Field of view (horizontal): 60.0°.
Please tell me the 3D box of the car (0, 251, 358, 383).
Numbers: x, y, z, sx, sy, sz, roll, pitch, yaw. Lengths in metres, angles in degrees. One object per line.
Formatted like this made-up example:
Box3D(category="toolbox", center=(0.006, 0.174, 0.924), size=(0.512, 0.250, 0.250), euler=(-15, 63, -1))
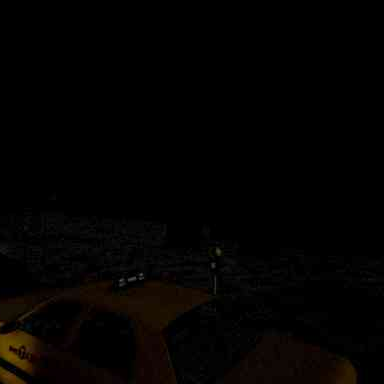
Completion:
Box3D(category="car", center=(-0.854, 1.525, 3.577), size=(4.829, 1.417, 1.752), euler=(0, 0, 36))
